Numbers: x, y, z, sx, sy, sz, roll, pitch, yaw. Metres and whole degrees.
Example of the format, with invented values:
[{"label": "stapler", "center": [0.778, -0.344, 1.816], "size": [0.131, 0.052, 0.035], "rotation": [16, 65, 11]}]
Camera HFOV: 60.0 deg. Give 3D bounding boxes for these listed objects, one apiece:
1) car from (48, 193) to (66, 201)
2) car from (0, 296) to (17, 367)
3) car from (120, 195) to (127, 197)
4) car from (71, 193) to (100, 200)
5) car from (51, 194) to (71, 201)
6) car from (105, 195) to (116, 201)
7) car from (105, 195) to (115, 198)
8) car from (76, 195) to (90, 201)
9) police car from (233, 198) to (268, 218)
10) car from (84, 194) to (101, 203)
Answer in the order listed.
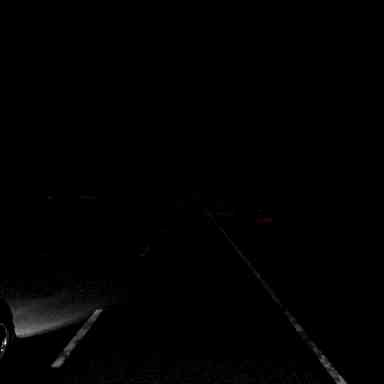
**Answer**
[{"label": "car", "center": [-27.998, 1.176, 69.655], "size": [2.150, 2.045, 5.566], "rotation": [0, 0, 0]}, {"label": "car", "center": [-3.400, 1.558, 2.866], "size": [1.994, 1.385, 4.181], "rotation": [0, 0, 0]}, {"label": "car", "center": [-17.498, 1.500, 86.119], "size": [1.994, 1.385, 4.181], "rotation": [0, 0, 0]}, {"label": "car", "center": [-17.542, 1.176, 55.019], "size": [2.150, 2.045, 5.566], "rotation": [0, 0, 1]}, {"label": "car", "center": [-21.039, 1.483, 54.968], "size": [1.812, 1.442, 4.674], "rotation": [0, 0, 1]}, {"label": "car", "center": [-20.998, 1.472, 86.051], "size": [1.812, 1.442, 4.674], "rotation": [0, 0, 0]}, {"label": "car", "center": [-17.498, 1.546, 70.321], "size": [1.895, 1.301, 4.718], "rotation": [0, 0, 0]}, {"label": "car", "center": [-27.998, 1.487, 85.518], "size": [2.033, 1.411, 5.357], "rotation": [0, 0, 0]}, {"label": "police car", "center": [5.211, 1.377, 30.444], "size": [1.930, 1.638, 5.238], "rotation": [-1, 0, -10]}, {"label": "car", "center": [-20.998, 1.306, 70.249], "size": [2.097, 1.767, 4.553], "rotation": [0, 0, 0]}]
